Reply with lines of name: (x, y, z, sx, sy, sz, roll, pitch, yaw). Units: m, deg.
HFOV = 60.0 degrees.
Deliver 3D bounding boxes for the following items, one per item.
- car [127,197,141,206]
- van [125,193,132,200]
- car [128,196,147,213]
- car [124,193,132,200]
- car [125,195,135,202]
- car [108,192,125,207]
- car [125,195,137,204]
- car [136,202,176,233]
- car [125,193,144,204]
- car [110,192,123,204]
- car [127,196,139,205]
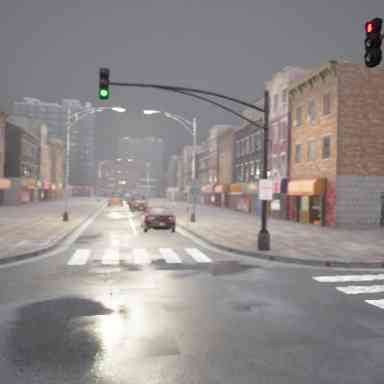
car: (-8.970, 1.431, 51.191, 1.802, 1.307, 4.206, 2, 0, -12)
van: (-15.911, 1.127, 83.070, 1.690, 1.788, 3.998, 2, 0, -12)
car: (-5.496, 1.443, 35.254, 1.887, 1.381, 4.507, 2, 0, -12)
car: (-17.072, 1.220, 88.382, 1.967, 1.590, 4.097, 2, 0, -12)
car: (-13.602, 1.368, 72.443, 1.947, 1.339, 4.313, 2, 0, -12)
car: (-11.033, 1.146, 48.275, 2.097, 1.767, 4.553, 1, 0, -12)
car: (-11.285, 1.374, 61.817, 2.008, 1.369, 4.403, 2, 0, -12)
car: (-2.023, 1.505, 19.316, 1.887, 1.381, 4.507, 2, 0, -12)
car: (-6.646, 1.196, 40.567, 2.192, 1.841, 5.009, 2, 0, -12)
car: (-13.224, 0.990, 58.341, 2.150, 2.045, 5.566, 1, 0, -12)
car: (-10.128, 1.418, 56.505, 1.802, 1.307, 4.206, 2, 0, -12)
